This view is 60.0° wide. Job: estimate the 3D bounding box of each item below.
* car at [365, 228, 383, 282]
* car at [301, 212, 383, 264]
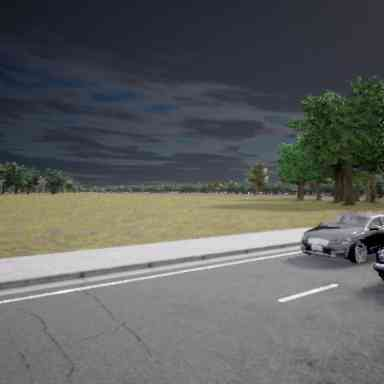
[{"bbox_3d":[6.561,1.602,8.364,4.718,1.301,1.895,0,0,-35],"label":"car"},{"bbox_3d":[5.925,1.495,11.902,4.902,1.511,2.128,0,0,-35],"label":"car"}]
